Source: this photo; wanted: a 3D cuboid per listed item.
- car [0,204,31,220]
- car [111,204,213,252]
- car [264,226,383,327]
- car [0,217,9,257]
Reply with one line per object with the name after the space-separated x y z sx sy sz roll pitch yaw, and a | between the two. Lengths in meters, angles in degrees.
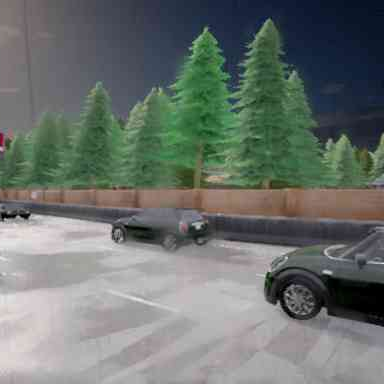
-14.475 1.563 26.395 1.895 1.301 4.718 0 0 -43 | car
-1.407 1.359 14.156 4.553 1.767 2.097 0 0 39 | car
3.608 1.374 5.822 4.553 1.767 2.097 0 0 36 | car
-7.783 1.524 10.315 5.357 1.411 2.033 0 0 41 | car
